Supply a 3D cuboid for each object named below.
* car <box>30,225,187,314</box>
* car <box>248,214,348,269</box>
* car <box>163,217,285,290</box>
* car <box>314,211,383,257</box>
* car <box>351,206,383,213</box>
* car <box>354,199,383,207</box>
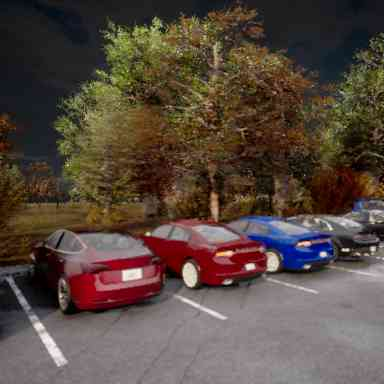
[{"bbox_3d":[-2.432,1.535,7.889,2.163,1.488,4.792,1,0,-36],"label":"car"},{"bbox_3d":[2.182,1.562,11.146,2.097,1.535,5.008,1,0,-36],"label":"car"},{"bbox_3d":[-0.115,1.534,9.504,2.097,1.535,5.008,1,0,-36],"label":"car"},{"bbox_3d":[4.479,1.592,12.789,2.231,1.521,4.892,1,0,-36],"label":"car"},{"bbox_3d":[9.064,1.646,16.085,2.231,1.521,4.892,1,0,-36],"label":"car"},{"bbox_3d":[11.282,1.418,17.629,2.435,2.045,5.566,1,0,-36],"label":"car"}]
